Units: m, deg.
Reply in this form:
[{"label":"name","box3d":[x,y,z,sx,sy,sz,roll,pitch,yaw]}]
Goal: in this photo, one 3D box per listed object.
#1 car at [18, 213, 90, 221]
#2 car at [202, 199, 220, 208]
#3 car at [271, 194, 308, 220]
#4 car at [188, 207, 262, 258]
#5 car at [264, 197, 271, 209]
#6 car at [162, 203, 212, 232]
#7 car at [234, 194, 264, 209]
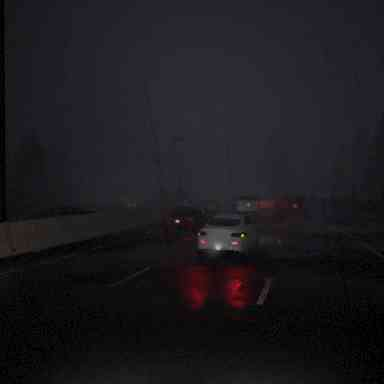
[{"label":"car","box3d":[-7.664,1.547,19.342,2.033,1.411,5.357,0,0,15]},{"label":"car","box3d":[2.151,1.478,37.224,1.882,1.535,5.008,0,0,4]},{"label":"car","box3d":[8.377,1.219,28.532,2.150,2.045,5.566,0,0,7]},{"label":"car","box3d":[1.483,1.526,12.845,1.812,1.442,4.674,0,0,16]},{"label":"car","box3d":[9.243,1.352,41.634,2.097,1.767,4.553,0,0,3]},{"label":"car","box3d":[-0.317,1.564,19.875,1.994,1.385,4.181,0,0,13]},{"label":"car","box3d":[5.299,1.217,32.013,2.150,2.045,5.566,0,-1,6]}]
